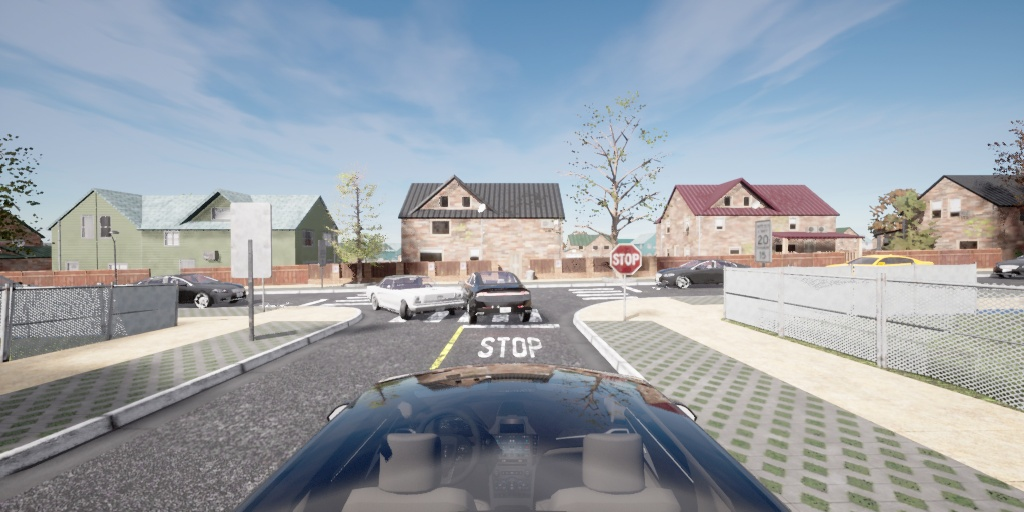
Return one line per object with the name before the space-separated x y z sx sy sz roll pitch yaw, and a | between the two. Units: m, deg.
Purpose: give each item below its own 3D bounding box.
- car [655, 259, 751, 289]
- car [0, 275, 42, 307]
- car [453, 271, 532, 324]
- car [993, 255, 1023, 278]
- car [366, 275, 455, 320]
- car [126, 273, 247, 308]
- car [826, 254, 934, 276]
car | 10.331 0.926 19.437 4.902 1.511 2.128 -1 1 0
car | -24.239 1.648 16.342 4.553 1.767 2.097 -1 1 0
car | -0.685 1.242 12.028 2.128 1.511 4.902 0 0 -12
car | 29.386 0.478 19.511 4.902 1.511 2.128 -1 1 0
car | -3.602 1.368 12.887 1.895 1.301 4.718 0 0 -38
car | -14.902 1.566 16.383 4.902 1.511 2.128 -1 1 0
car | 19.761 0.690 19.474 5.008 1.535 1.882 -1 1 -1
